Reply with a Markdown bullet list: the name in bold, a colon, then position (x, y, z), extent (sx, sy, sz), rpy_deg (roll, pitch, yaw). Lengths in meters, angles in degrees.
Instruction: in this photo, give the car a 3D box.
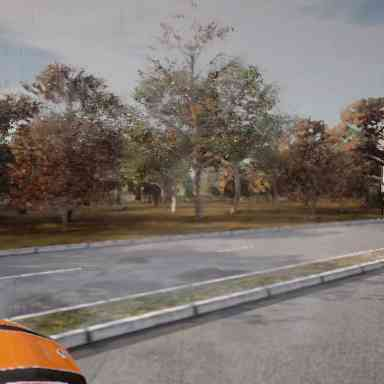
- **car**: position (-2.717, 1.343, 1.503), extent (4.553, 1.767, 2.097), rpy_deg (0, 0, -36)
